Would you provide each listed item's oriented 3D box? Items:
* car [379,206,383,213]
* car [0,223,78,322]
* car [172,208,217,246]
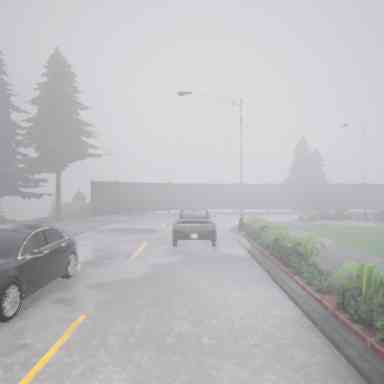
[{"bbox_3d":[17.942,1.513,27.075,4.892,1.490,1.837,0,0,0],"label":"car"},{"bbox_3d":[-4.033,1.508,7.287,1.837,1.490,4.892,0,-1,0],"label":"car"},{"bbox_3d":[0.113,1.496,15.245,2.128,1.511,4.902,0,0,1],"label":"car"}]
